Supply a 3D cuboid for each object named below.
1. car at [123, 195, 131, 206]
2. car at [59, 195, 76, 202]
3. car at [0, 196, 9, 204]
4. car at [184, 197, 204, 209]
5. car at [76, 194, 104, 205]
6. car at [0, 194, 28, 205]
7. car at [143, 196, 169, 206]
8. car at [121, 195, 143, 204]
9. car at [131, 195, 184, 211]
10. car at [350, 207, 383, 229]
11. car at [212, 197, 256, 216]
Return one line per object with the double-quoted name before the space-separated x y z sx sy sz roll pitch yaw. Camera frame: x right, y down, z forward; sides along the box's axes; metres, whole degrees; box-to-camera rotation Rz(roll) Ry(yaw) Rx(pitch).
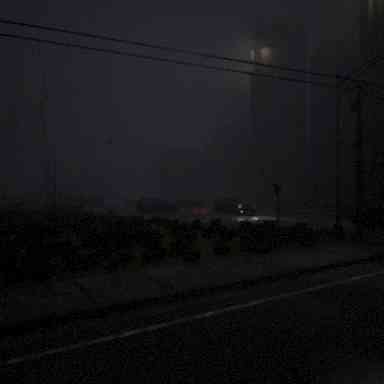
"car" -8.470 1.502 50.588 1.895 1.301 4.718 0 0 -33
"car" -24.589 1.372 67.022 4.193 1.474 1.816 0 0 -33
"car" -34.761 1.399 59.056 3.905 1.438 1.784 0 0 -33
"car" -0.294 1.393 44.710 1.882 1.535 5.008 0 0 -33
"car" -16.814 1.202 55.993 3.866 1.878 1.905 0 0 -33
"car" -22.444 1.228 40.251 4.605 1.855 1.932 0 0 -33
"car" -5.821 1.389 53.140 2.128 1.511 4.902 0 0 -33
"car" -11.009 1.373 60.962 2.128 1.511 4.902 0 0 -33
"car" -3.713 1.411 35.639 4.611 1.667 2.242 0 0 -33
"car" 11.759 1.567 19.082 1.895 1.301 4.718 0 0 -29
"car" 3.933 1.294 31.448 2.097 1.767 4.553 0 0 -33
